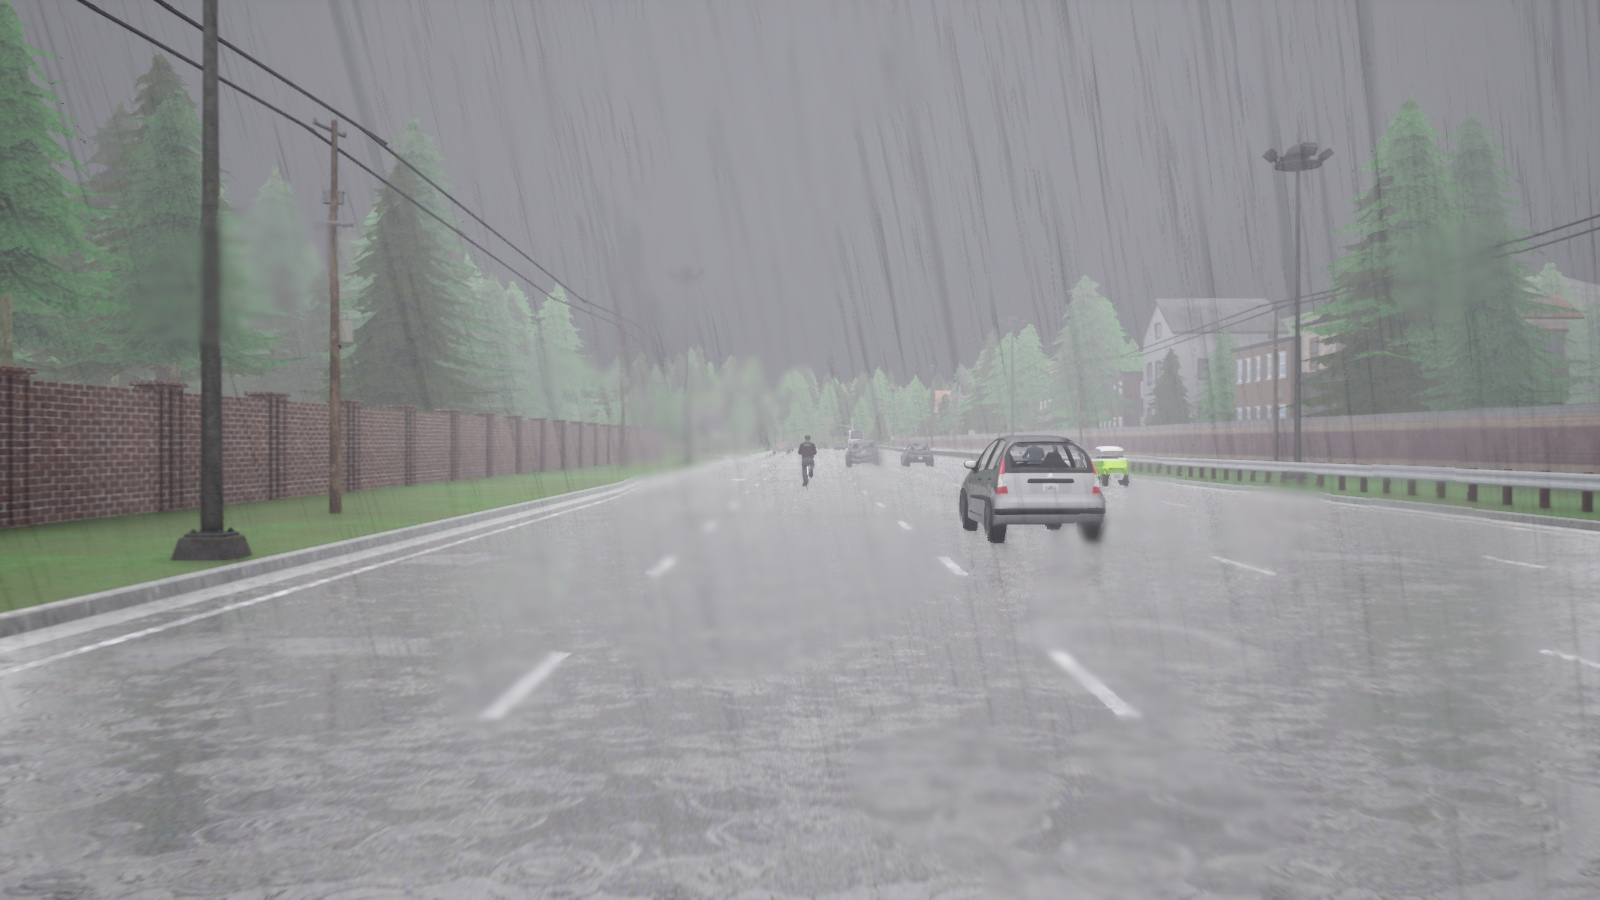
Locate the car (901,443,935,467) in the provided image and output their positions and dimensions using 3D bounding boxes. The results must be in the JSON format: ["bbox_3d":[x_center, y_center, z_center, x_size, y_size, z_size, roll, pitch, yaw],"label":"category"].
[{"bbox_3d":[7.471,0.316,79.838,1.816,1.474,4.193,0,0,0],"label":"car"}]

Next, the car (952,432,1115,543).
[{"bbox_3d":[3.639,0.534,20.236,1.851,1.617,3.988,0,0,0],"label":"car"}]

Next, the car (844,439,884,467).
[{"bbox_3d":[3.962,0.153,78.210,2.242,1.667,4.611,0,0,0],"label":"car"}]

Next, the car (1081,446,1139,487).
[{"bbox_3d":[10.765,0.564,43.712,1.481,1.376,2.207,0,1,0],"label":"car"}]
